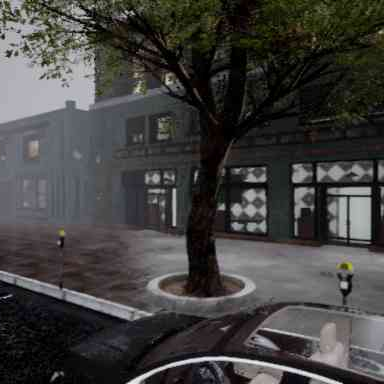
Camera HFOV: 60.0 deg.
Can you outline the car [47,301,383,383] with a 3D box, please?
[{"bbox_3d":[0.699,1.552,2.374,4.403,1.369,2.008,0,0,36],"label":"car"}]
